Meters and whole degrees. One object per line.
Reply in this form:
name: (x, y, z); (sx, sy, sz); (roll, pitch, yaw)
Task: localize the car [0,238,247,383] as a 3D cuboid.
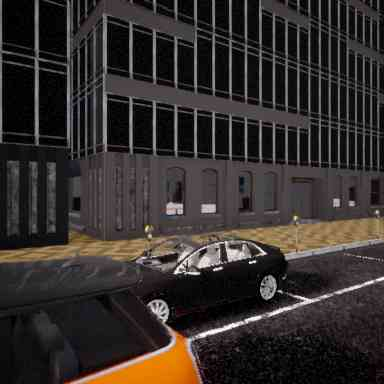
car: (-2.089, 1.352, 1.887); (4.553, 1.767, 2.097); (0, 0, -35)

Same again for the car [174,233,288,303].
car: (0.045, 1.551, 6.592); (4.403, 1.369, 2.008); (0, 0, -35)
